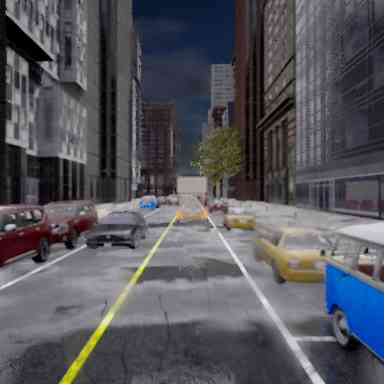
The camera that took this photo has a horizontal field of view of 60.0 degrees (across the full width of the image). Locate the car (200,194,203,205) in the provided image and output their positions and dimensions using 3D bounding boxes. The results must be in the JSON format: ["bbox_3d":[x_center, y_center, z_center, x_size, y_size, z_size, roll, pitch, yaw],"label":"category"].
[{"bbox_3d":[2.857,1.434,54.435,2.192,1.841,5.009,0,0,0],"label":"car"}]

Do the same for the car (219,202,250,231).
[{"bbox_3d":[2.867,1.565,20.800,1.752,1.417,4.829,0,0,1],"label":"car"}]

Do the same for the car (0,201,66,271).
[{"bbox_3d":[-5.666,1.337,9.337,2.192,1.841,5.009,0,0,0],"label":"car"}]

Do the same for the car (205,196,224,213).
[{"bbox_3d":[2.858,1.509,37.516,1.967,1.590,4.097,0,0,0],"label":"car"}]

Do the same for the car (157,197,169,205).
[{"bbox_3d":[-5.669,1.707,65.725,1.887,1.381,4.507,0,0,0],"label":"car"}]

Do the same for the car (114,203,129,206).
[{"bbox_3d":[-5.667,1.574,26.045,1.752,1.417,4.829,0,0,1],"label":"car"}]

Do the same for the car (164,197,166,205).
[{"bbox_3d":[-5.669,1.580,60.087,1.967,1.590,4.097,0,0,0],"label":"car"}]

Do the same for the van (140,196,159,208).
[{"bbox_3d":[-5.666,1.424,43.170,1.690,1.788,3.998,0,0,0],"label":"van"}]

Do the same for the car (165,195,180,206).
[{"bbox_3d":[-3.051,1.654,57.123,1.812,1.442,4.674,0,0,1],"label":"car"}]

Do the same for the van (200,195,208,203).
[{"bbox_3d":[2.857,1.547,76.993,1.690,1.788,3.998,0,0,0],"label":"van"}]

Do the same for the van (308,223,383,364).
[{"bbox_3d":[2.860,1.351,3.675,1.690,1.788,3.998,0,0,0],"label":"van"}]

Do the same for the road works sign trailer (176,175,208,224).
[{"bbox_3d":[0.000,0.511,25.459,2.380,3.560,2.880,0,0,0],"label":"road works sign trailer"}]

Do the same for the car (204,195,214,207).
[{"bbox_3d":[2.858,1.523,43.155,1.967,1.590,4.097,0,0,0],"label":"car"}]

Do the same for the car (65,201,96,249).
[{"bbox_3d":[-5.666,1.347,14.978,2.192,1.841,5.009,0,0,0],"label":"car"}]

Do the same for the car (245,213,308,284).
[{"bbox_3d":[2.861,1.547,9.487,1.752,1.417,4.829,0,0,0],"label":"car"}]

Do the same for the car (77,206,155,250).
[{"bbox_3d":[-3.098,1.579,14.889,2.033,1.411,5.357,0,0,0],"label":"car"}]

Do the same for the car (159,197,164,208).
[{"bbox_3d":[-5.668,1.665,48.808,1.947,1.339,4.313,0,0,0],"label":"car"}]
